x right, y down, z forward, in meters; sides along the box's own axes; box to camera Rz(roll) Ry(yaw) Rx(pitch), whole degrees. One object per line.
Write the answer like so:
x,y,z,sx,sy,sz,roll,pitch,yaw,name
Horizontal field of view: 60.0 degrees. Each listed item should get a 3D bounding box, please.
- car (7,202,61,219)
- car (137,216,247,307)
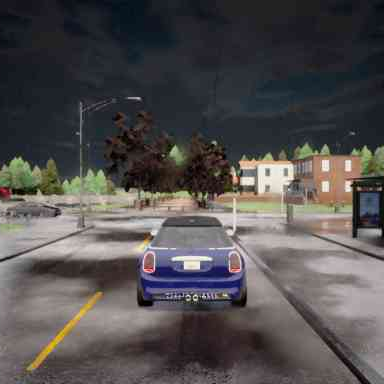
-13.418,1.564,28.345,4.181,1.385,1.994,0,0,0,car
0.008,1.352,8.161,2.097,1.767,4.553,0,0,0,car
